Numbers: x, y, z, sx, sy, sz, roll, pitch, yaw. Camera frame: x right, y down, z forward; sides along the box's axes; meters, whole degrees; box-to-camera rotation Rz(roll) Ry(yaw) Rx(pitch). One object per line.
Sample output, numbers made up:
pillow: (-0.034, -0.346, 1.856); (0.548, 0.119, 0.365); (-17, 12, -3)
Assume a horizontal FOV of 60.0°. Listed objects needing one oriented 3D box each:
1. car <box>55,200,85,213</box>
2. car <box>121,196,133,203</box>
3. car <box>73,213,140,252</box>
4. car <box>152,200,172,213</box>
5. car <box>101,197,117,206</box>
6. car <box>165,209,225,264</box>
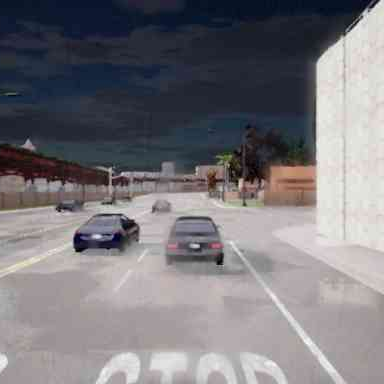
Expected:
car: (-14.119, 1.602, 38.828); (2.033, 1.411, 5.357); (0, 0, 0)
car: (-14.036, 1.588, 71.621); (1.837, 1.490, 4.892); (0, 0, 0)
car: (-3.416, 1.582, 13.962); (1.994, 1.385, 4.181); (0, 0, 0)
car: (-3.420, 1.618, 38.395); (1.994, 1.385, 4.181); (0, 0, 0)
car: (-14.085, 1.584, 56.503); (1.837, 1.490, 4.892); (0, 0, 0)
car: (0.081, 1.564, 11.791); (2.033, 1.411, 5.357); (0, 0, 0)
